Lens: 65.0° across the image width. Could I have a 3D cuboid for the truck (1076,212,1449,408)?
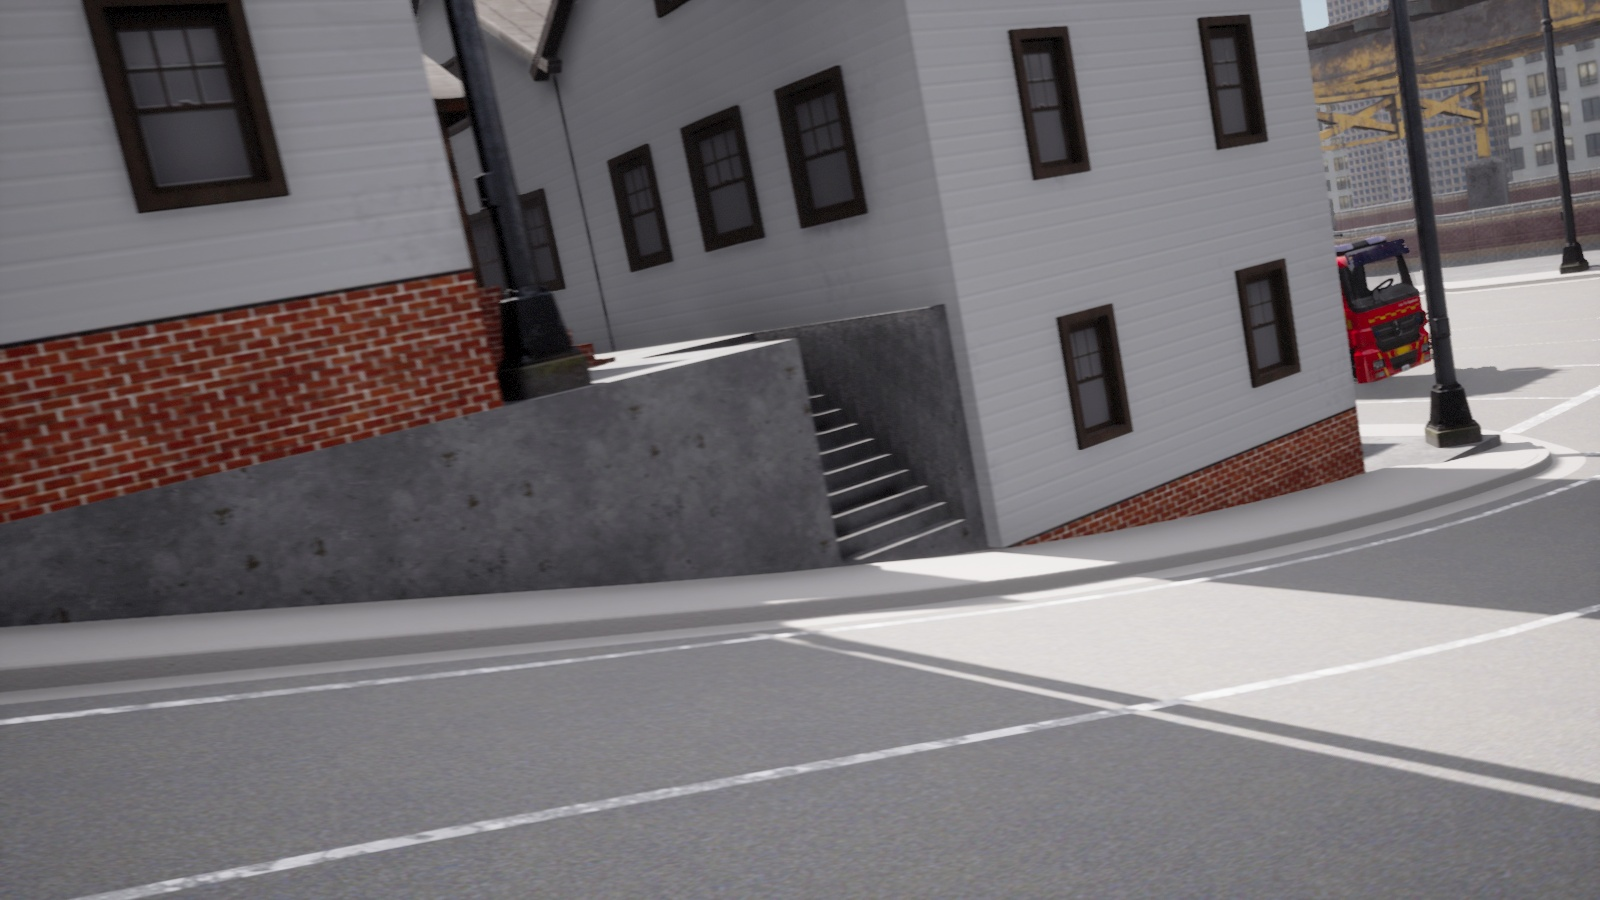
[{"bbox_3d":[11.630,-3.398,32.546,2.891,3.827,8.468,-17,9,-33],"label":"truck"}]
